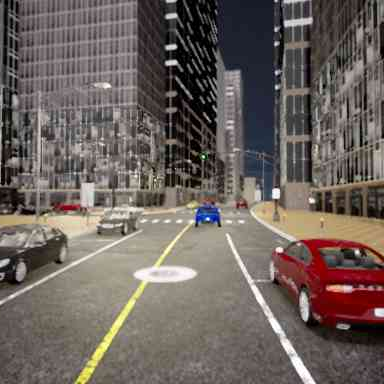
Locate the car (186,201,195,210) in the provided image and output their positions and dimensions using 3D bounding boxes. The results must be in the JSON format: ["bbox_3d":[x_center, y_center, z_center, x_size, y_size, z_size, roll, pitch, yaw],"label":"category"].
[{"bbox_3d":[0.161,2.277,57.553,1.752,1.417,4.829,1,-1,11],"label":"car"}]

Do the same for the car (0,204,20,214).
[{"bbox_3d":[-26.862,2.316,46.761,4.403,1.369,2.008,0,-2,12],"label":"car"}]

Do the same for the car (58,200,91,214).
[{"bbox_3d":[-15.935,2.005,44.364,5.009,1.841,2.192,0,-2,12],"label":"car"}]

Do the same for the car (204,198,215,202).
[{"bbox_3d":[3.891,2.313,73.856,2.192,1.841,5.009,1,-1,13],"label":"car"}]

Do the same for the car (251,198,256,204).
[{"bbox_3d":[16.693,2.820,92.855,1.752,1.417,4.829,0,-1,13],"label":"car"}]

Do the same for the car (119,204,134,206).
[{"bbox_3d":[-8.227,2.150,39.800,4.718,1.301,1.895,-1,-2,22],"label":"car"}]

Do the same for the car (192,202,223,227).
[{"bbox_3d":[1.200,1.788,25.940,1.882,1.535,5.008,0,-1,2],"label":"car"}]

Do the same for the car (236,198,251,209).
[{"bbox_3d":[9.035,2.089,60.254,2.192,1.841,5.009,1,-1,12],"label":"car"}]

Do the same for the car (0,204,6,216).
[{"bbox_3d":[-23.082,2.043,37.863,4.403,1.369,2.008,0,-2,12],"label":"car"}]

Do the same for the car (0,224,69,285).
[{"bbox_3d":[-5.104,1.663,9.812,2.008,1.369,4.403,1,-1,2],"label":"car"}]

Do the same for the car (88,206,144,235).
[{"bbox_3d":[-4.528,1.796,20.612,2.008,1.369,4.403,1,-1,4],"label":"car"}]

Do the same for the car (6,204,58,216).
[{"bbox_3d":[-17.621,2.020,36.662,4.313,1.339,1.947,0,-2,12],"label":"car"}]

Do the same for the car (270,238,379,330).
[{"bbox_3d":[2.829,1.628,7.033,1.887,1.381,4.507,1,-1,2],"label":"car"}]

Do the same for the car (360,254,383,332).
[{"bbox_3d":[2.730,1.460,1.392,1.967,1.590,4.097,1,-1,1],"label":"car"}]
